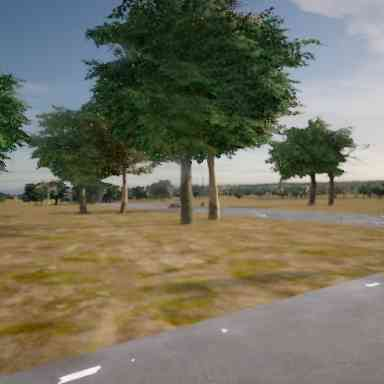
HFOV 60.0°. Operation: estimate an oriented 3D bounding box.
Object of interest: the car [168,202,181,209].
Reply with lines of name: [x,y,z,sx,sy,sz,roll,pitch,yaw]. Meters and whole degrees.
car: [-2.799,2.537,62.594,1.895,1.301,4.718,-2,0,-28]
